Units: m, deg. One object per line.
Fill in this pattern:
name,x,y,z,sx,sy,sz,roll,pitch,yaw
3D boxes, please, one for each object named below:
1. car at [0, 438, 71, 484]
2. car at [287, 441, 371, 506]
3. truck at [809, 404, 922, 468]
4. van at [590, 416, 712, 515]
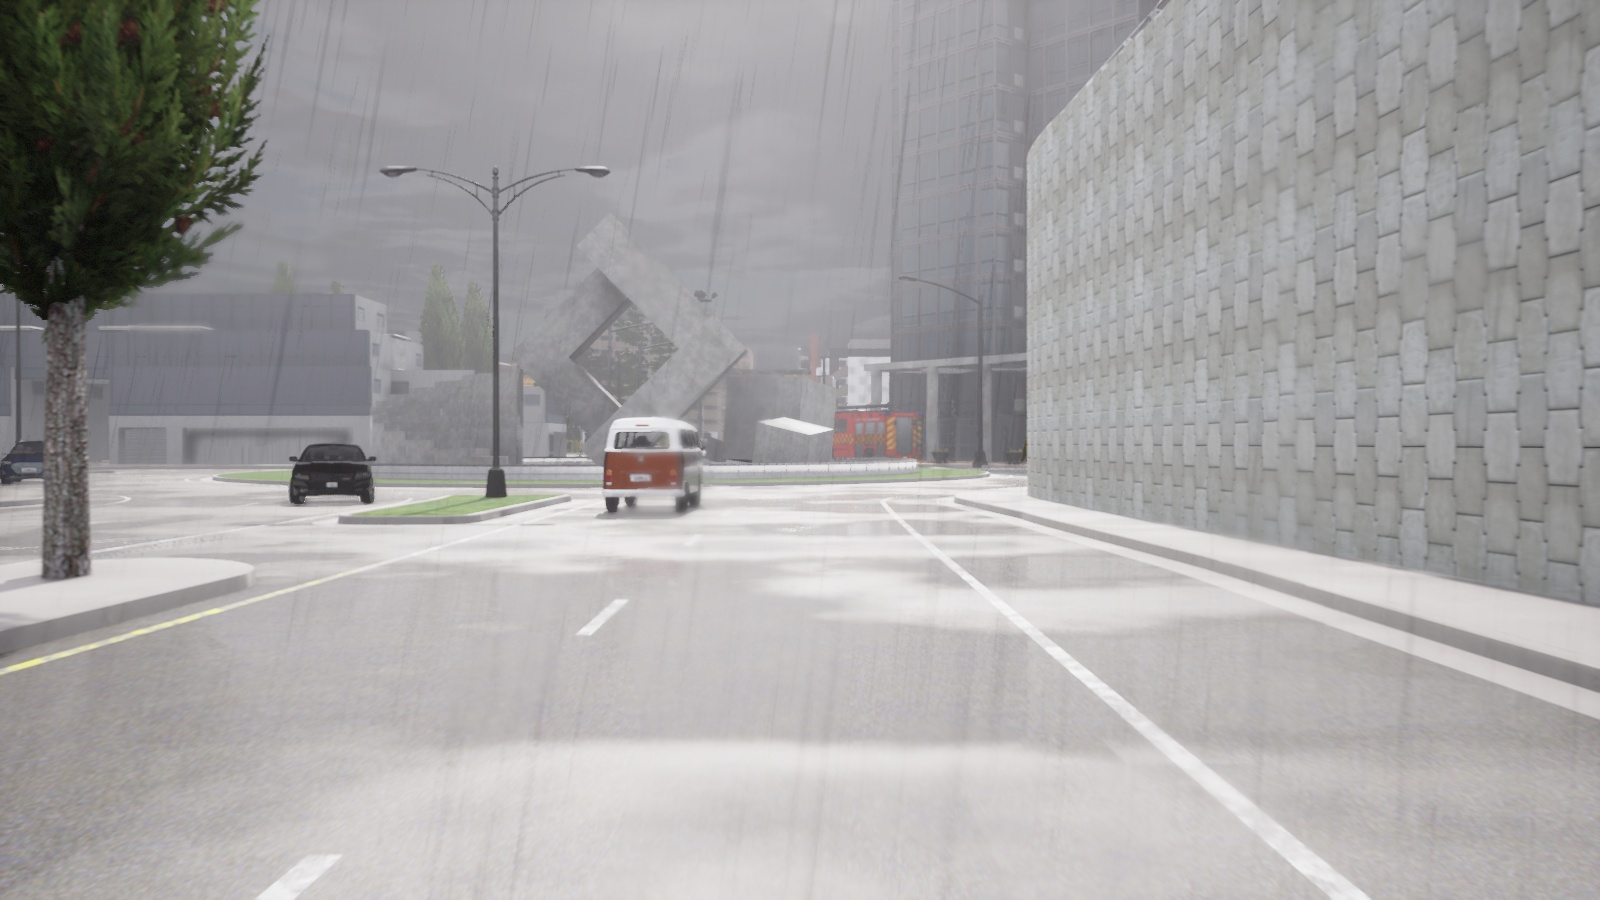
car,-28.951,0.386,47.518,2.033,1.649,4.856,0,0,-26
car,-12.026,0.533,32.290,1.882,1.535,5.008,0,0,-19
truck,3.990,-0.861,79.068,2.891,3.827,8.468,0,0,-31
van,-3.236,0.309,28.117,2.069,2.038,4.480,0,0,2
